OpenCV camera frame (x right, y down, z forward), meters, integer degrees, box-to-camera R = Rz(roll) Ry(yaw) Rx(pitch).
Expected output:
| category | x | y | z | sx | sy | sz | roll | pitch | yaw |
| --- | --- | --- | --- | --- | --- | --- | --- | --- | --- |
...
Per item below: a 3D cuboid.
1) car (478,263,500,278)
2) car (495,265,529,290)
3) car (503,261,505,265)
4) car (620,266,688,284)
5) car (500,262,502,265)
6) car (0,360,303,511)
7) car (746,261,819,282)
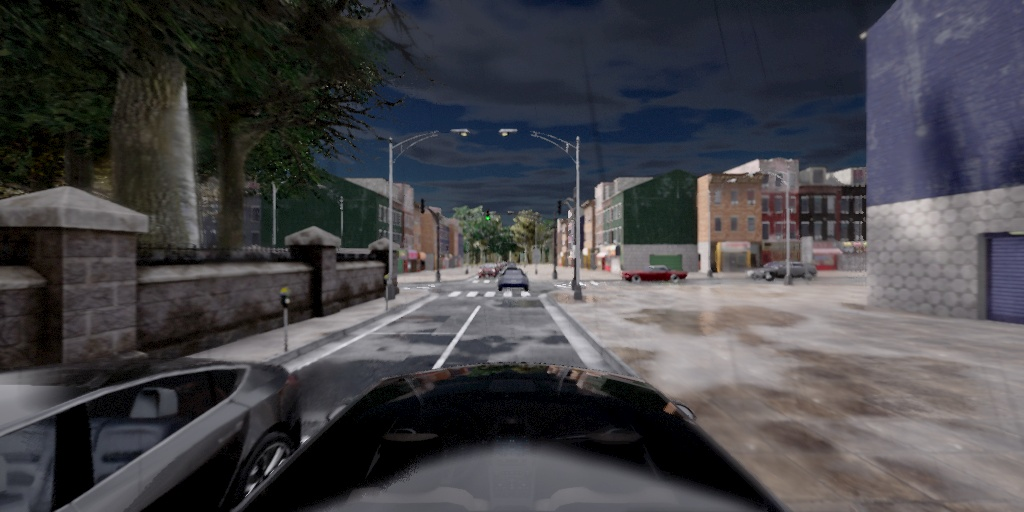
| category | x | y | z | sx | sy | sz | roll | pitch | yaw |
| --- | --- | --- | --- | --- | --- | --- | --- | --- | --- |
| car | -2.646 | 1.568 | 39.699 | 1.967 | 1.591 | 4.097 | 0 | 0 | 0 |
| car | 0.093 | 1.534 | 24.464 | 1.994 | 1.385 | 4.181 | 0 | 0 | 0 |
| car | -2.650 | 1.913 | 61.436 | 1.888 | 1.381 | 4.507 | 0 | 0 | 0 |
| car | 10.949 | 1.414 | 27.980 | 4.718 | 1.301 | 1.895 | -1 | 0 | 0 |
| car | -2.647 | 1.626 | 45.133 | 1.967 | 1.591 | 4.097 | 0 | 0 | 0 |
| car | -2.639 | 1.313 | 1.382 | 1.948 | 1.339 | 4.313 | 0 | 0 | 0 |
| car | 20.987 | 1.170 | 27.982 | 4.902 | 1.511 | 2.128 | -1 | 0 | 0 |
